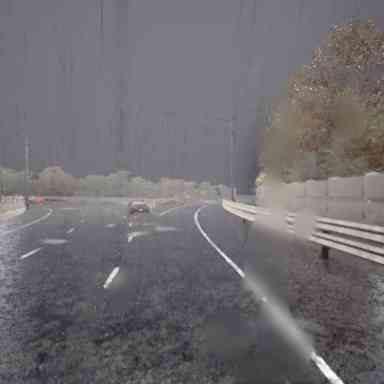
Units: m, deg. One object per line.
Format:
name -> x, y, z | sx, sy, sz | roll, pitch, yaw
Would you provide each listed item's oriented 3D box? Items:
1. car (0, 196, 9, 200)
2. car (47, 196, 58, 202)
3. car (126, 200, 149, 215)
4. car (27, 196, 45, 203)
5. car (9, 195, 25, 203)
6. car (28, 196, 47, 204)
car -> -46.930, 1.646, 82.715 | 4.902, 1.511, 2.128 | 0, 0, 37
car -> -34.632, 1.743, 81.148 | 5.357, 1.411, 2.033 | 0, 0, 42
car -> -5.654, 1.568, 34.447 | 1.812, 1.442, 4.674 | 0, 0, -18
car -> -36.954, 1.749, 78.540 | 4.902, 1.511, 2.128 | 0, 0, 42
car -> -39.288, 1.826, 75.920 | 4.718, 1.301, 1.895 | 0, 0, 42
car -> -31.873, 1.551, 67.933 | 2.097, 1.767, 4.553 | 0, 0, -40
